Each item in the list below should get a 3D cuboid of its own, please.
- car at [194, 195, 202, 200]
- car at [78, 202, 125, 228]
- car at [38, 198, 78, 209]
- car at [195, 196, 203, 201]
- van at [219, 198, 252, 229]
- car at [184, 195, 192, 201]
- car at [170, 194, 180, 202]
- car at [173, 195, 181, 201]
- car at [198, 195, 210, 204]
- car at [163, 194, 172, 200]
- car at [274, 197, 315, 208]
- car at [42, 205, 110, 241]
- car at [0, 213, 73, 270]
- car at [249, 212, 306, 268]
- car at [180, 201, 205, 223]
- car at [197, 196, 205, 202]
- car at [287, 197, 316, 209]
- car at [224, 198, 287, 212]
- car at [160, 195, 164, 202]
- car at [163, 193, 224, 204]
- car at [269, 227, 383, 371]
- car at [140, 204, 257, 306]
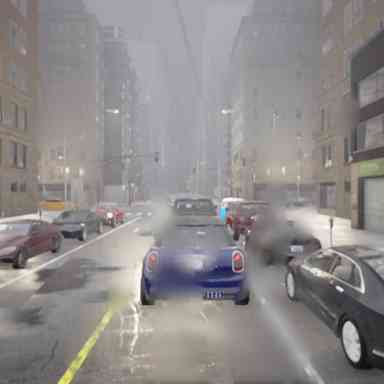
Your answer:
[{"bbox_3d":[1.639,1.601,94.230,1.887,1.381,4.507,0,0,-1],"label":"car"},{"bbox_3d":[-5.737,1.436,22.046,1.967,1.590,4.097,0,0,0],"label":"car"},{"bbox_3d":[-15.521,1.481,38.706,5.008,1.535,1.882,0,0,-1],"label":"car"},{"bbox_3d":[1.783,1.622,88.577,1.802,1.307,4.206,0,0,-1],"label":"car"},{"bbox_3d":[2.789,1.337,22.080,1.690,1.788,3.998,0,0,0],"label":"van"},{"bbox_3d":[-1.141,1.598,91.202,1.994,1.385,4.181,0,0,-1],"label":"car"},{"bbox_3d":[-3.730,1.378,74.865,2.097,1.767,4.553,0,0,-1],"label":"car"},{"bbox_3d":[-4.079,1.592,88.668,1.994,1.385,4.181,0,0,-1],"label":"car"},{"bbox_3d":[2.355,1.454,65.969,1.967,1.590,4.097,0,0,-1],"label":"car"},{"bbox_3d":[-6.884,1.372,94.028,2.192,1.841,5.009,0,0,-1],"label":"car"},{"bbox_3d":[15.024,1.531,48.929,5.357,1.411,2.033,0,0,-1],"label":"car"},{"bbox_3d":[-5.719,1.563,16.521,1.947,1.339,4.313,0,0,0],"label":"car"},{"bbox_3d":[-5.700,1.580,10.996,1.802,1.307,4.206,0,0,0],"label":"car"},{"bbox_3d":[2.826,1.564,11.032,1.947,1.339,4.313,0,0,0],"label":"car"},{"bbox_3d":[0.012,1.521,26.235,1.812,1.442,4.674,0,0,-1],"label":"car"},{"bbox_3d":[2.069,1.606,77.275,1.802,1.307,4.206,0,0,-1],"label":"car"},{"bbox_3d":[14.891,1.472,45.677,4.902,1.511,2.128,0,0,-1],"label":"car"},{"bbox_3d":[2.807,1.312,16.556,2.192,1.841,5.009,0,0,0],"label":"car"},{"bbox_3d":[-6.453,1.464,77.068,1.967,1.590,4.097,0,0,-1],"label":"car"},{"bbox_3d":[0.050,1.219,15.669,2.150,2.045,5.566,0,0,0],"label":"car"},{"bbox_3d":[2.844,1.550,5.509,2.008,1.369,4.403,0,0,0],"label":"car"},{"bbox_3d":[0.027,1.350,8.178,2.097,1.767,4.553,0,0,-1],"label":"car"}]
